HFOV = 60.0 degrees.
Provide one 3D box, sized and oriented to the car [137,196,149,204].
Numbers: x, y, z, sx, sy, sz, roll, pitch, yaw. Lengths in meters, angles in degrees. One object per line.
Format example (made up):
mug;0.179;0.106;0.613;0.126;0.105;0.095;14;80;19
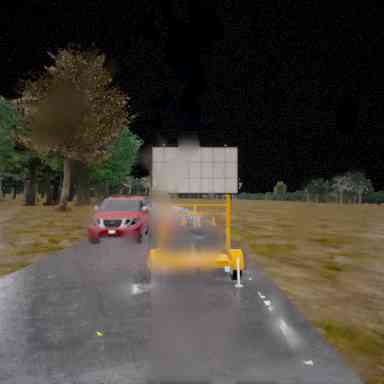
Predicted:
car;-9.543;1.553;64.580;1.812;1.442;4.674;0;0;-13

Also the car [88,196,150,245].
car;-3.264;1.220;15.892;2.150;2.045;5.566;0;0;-2

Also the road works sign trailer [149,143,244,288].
road works sign trailer;0.077;0.464;9.245;2.380;3.560;2.880;0;0;-2
